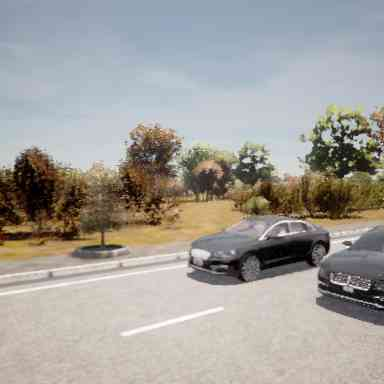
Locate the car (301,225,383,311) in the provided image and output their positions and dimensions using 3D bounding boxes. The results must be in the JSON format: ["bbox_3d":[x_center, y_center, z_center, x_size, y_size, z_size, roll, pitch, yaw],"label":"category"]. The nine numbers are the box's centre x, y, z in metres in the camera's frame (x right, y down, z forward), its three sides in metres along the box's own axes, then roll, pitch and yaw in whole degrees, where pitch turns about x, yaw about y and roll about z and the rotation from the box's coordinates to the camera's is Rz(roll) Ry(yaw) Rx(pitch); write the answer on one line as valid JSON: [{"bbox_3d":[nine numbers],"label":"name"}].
[{"bbox_3d":[4.791,1.506,7.431,4.892,1.490,1.837,0,0,-36],"label":"car"}]

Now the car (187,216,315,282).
[{"bbox_3d":[2.141,1.493,9.838,4.902,1.511,2.128,0,0,-36],"label":"car"}]
